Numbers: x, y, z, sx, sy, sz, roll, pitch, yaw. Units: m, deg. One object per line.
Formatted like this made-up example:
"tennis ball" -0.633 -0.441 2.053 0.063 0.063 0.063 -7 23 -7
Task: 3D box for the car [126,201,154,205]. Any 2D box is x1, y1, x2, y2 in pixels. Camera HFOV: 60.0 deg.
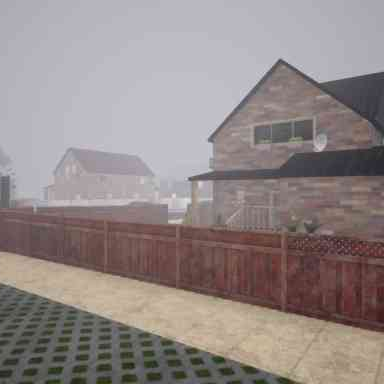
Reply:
"car" -5.515 1.661 32.989 1.837 1.490 4.892 0 0 36

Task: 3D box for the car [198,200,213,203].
"car" 1.701 1.764 43.083 1.812 1.442 4.674 0 0 36

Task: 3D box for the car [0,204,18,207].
"car" -13.319 1.579 22.051 1.837 1.490 4.892 0 0 36
